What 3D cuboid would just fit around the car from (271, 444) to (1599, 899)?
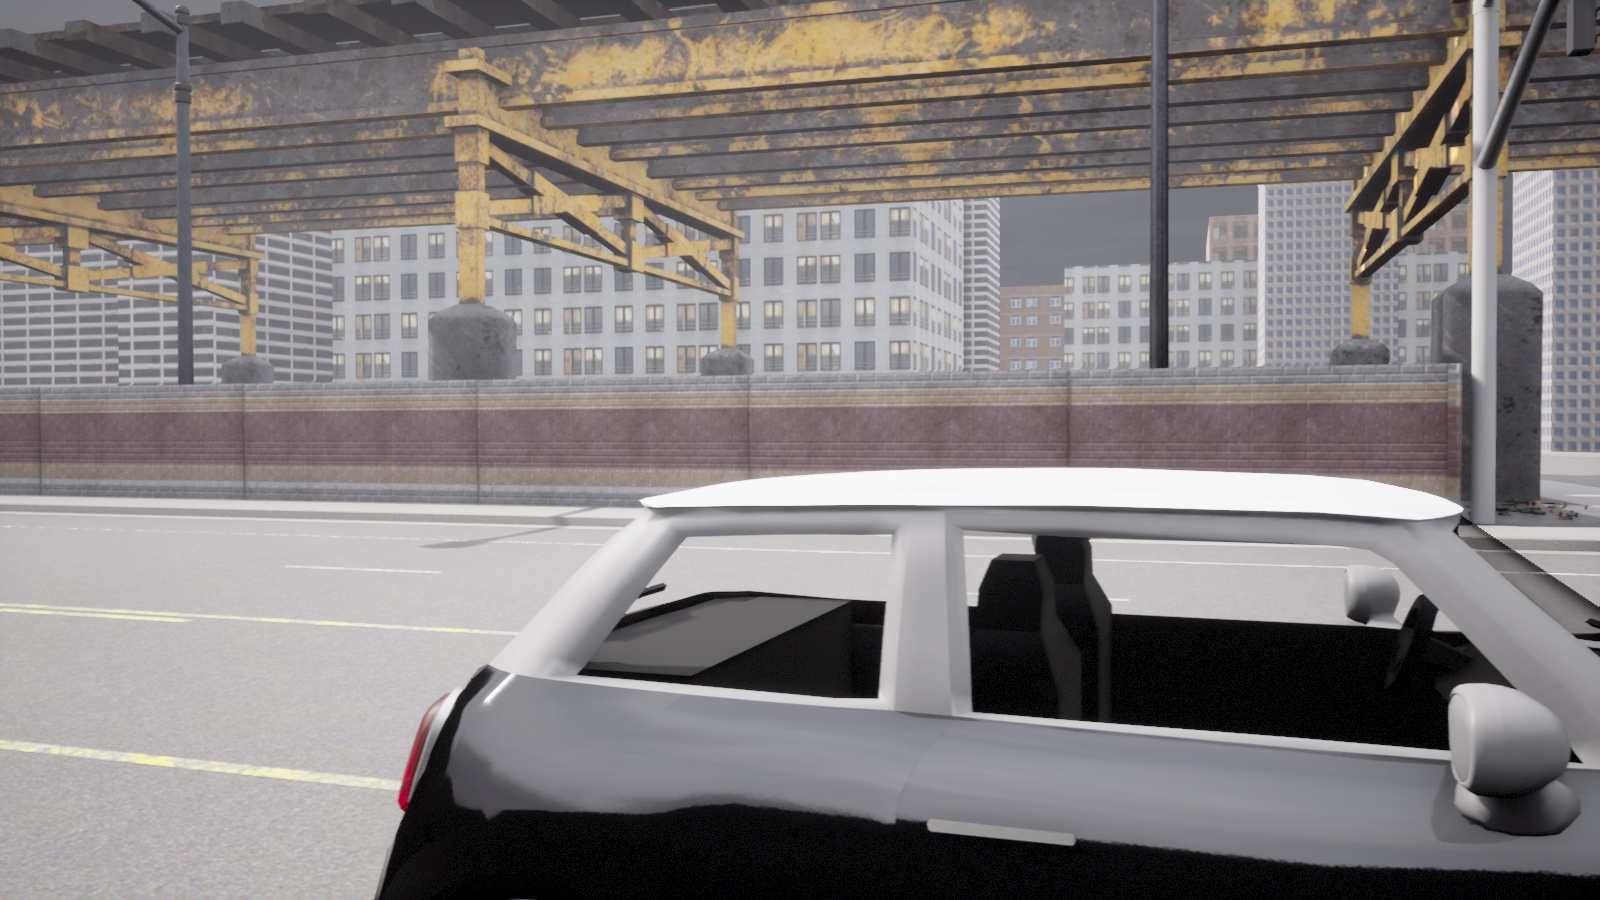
[{"bbox_3d":[1.064,0.749,2.835,3.806,1.475,1.970,1,1,18],"label":"car"}]
